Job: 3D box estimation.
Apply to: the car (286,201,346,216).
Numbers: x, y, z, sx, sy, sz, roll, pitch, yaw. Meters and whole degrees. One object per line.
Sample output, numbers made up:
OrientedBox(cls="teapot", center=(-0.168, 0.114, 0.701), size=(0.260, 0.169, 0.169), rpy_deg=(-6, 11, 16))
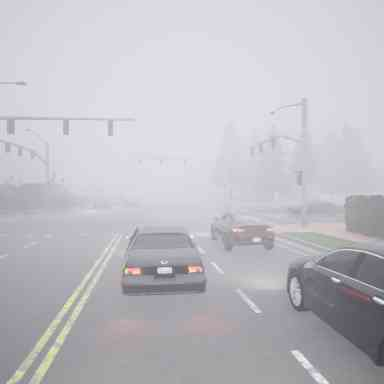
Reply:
OrientedBox(cls="car", center=(12.086, 1.547, 32.464), size=(5.357, 1.411, 2.033), rpy_deg=(0, 0, -5))

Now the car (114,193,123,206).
OrientedBox(cls="car", center=(-12.917, 1.352, 54.031), size=(2.097, 1.767, 4.553), rpy_deg=(0, 0, -6))

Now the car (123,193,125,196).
OrientedBox(cls="car", center=(-13.911, 1.222, 63.625), size=(2.150, 2.045, 5.566), rpy_deg=(0, 0, -6))

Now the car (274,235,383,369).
OrientedBox(cls="car", center=(2.985, 1.505, 4.923), size=(1.837, 1.490, 4.892), rpy_deg=(0, 0, -5))

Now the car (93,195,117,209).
OrientedBox(cls="car", center=(-12.014, 1.491, 44.872), size=(2.128, 1.511, 4.902), rpy_deg=(0, 0, -4))

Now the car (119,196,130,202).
OrientedBox(cls="car", center=(-15.007, 1.540, 74.110), size=(2.033, 1.411, 5.357), rpy_deg=(0, 0, -6))

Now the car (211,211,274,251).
OrientedBox(cls="car", center=(2.016, 1.526, 14.118), size=(1.812, 1.442, 4.674), rpy_deg=(0, 0, -7))

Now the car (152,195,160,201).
OrientedBox(cls="car", center=(-9.406, 1.553, 87.371), size=(1.994, 1.385, 4.181), rpy_deg=(0, 0, -6))

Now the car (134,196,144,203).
OrientedBox(cls="car", center=(-10.995, 1.524, 69.584), size=(1.812, 1.442, 4.674), rpy_deg=(0, 0, -6))

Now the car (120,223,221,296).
OrientedBox(cls="car", center=(-0.830, 1.547, 8.858), size=(2.033, 1.411, 5.357), rpy_deg=(0, 0, -7))

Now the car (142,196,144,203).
OrientedBox(cls="car", center=(-9.966, 1.478, 59.437), size=(1.882, 1.535, 5.008), rpy_deg=(0, 0, -6))

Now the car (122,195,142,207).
OrientedBox(cls="car", center=(-8.994, 1.526, 50.262), size=(1.812, 1.442, 4.674), rpy_deg=(0, 0, -6))
